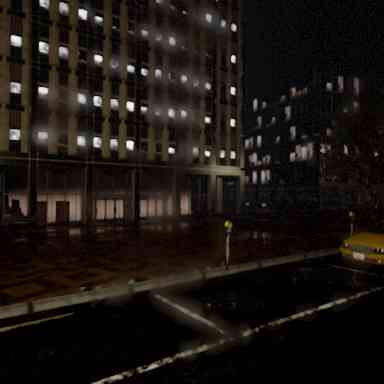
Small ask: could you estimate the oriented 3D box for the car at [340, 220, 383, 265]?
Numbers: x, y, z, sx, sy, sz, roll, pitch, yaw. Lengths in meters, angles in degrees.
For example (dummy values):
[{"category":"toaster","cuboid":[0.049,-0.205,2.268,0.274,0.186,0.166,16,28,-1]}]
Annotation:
[{"category":"car","cuboid":[6.605,1.426,10.487,4.829,1.417,1.752,-1,1,-34]}]
